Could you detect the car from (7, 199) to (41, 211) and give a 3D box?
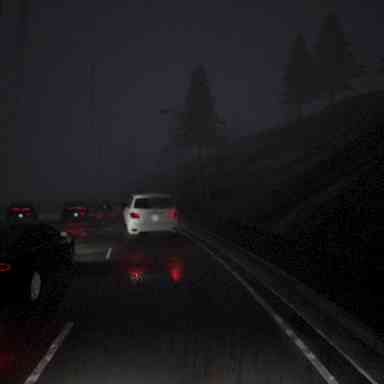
[{"bbox_3d":[-12.418,1.309,24.548,1.837,1.490,4.892,0,1,-23],"label":"car"}]

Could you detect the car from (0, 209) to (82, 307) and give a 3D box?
[{"bbox_3d":[-4.154,1.415,7.797,1.882,1.535,5.008,0,1,-7],"label":"car"}]

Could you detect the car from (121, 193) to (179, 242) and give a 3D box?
[{"bbox_3d":[-2.093,1.064,15.769,2.150,2.045,5.566,0,1,-14],"label":"car"}]

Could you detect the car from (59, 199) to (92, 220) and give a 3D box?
[{"bbox_3d":[-8.916,1.284,25.184,1.837,1.490,4.892,0,1,-22],"label":"car"}]

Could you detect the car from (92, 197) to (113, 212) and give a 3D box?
[{"bbox_3d":[-9.652,1.211,34.439,1.812,1.442,4.674,-1,1,-30],"label":"car"}]
